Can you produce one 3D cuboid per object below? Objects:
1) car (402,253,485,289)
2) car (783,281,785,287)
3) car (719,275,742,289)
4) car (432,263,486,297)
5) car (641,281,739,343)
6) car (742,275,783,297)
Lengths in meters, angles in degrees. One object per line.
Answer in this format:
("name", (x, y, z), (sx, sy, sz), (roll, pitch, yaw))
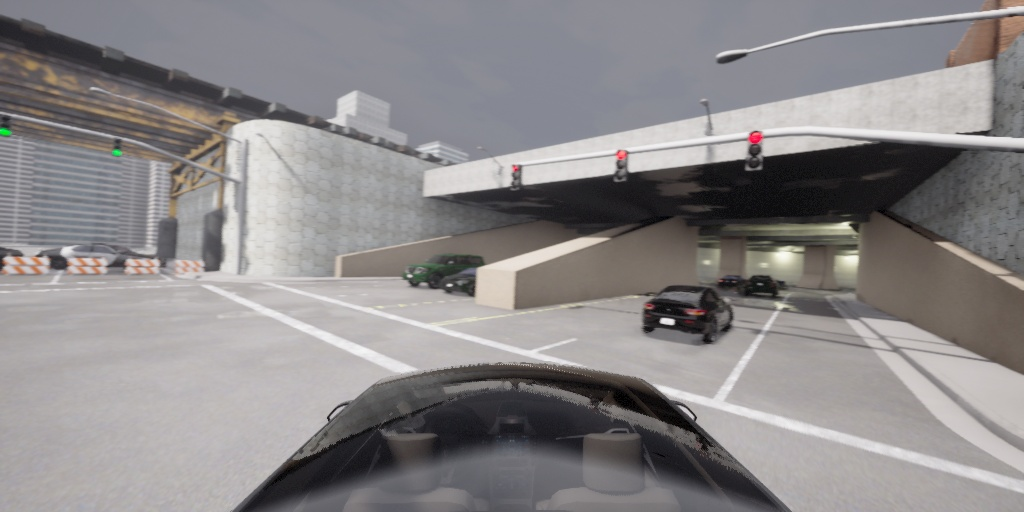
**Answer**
("car", (-3.882, 0.860, 21.896), (2.150, 2.045, 5.566), (3, 0, 39))
("car", (31.863, 3.281, 44.726), (4.718, 1.301, 1.895), (3, 0, -25))
("car", (23.919, 2.769, 38.623), (5.357, 1.411, 2.033), (3, 0, -45))
("car", (-1.772, 1.302, 18.965), (1.994, 1.385, 4.181), (3, 0, 39))
("car", (5.483, 1.617, 11.061), (1.812, 1.442, 4.674), (3, 0, 39))
("car", (21.279, 2.390, 30.424), (2.097, 1.767, 4.553), (3, 0, 39))
